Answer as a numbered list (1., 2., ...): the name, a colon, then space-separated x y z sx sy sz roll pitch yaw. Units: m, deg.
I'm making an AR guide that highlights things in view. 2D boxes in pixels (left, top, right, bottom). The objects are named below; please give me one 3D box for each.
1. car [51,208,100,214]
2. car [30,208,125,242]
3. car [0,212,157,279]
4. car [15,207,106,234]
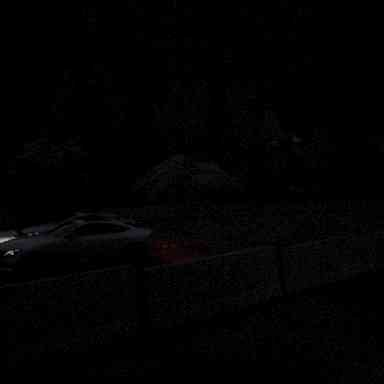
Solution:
1. car: -4.436 1.536 13.656 4.674 1.442 1.812 1 0 -35
2. car: -5.806 1.578 16.972 4.181 1.385 1.994 0 0 -35
3. car: -3.313 1.533 10.172 4.674 1.442 1.812 0 0 -35
4. car: -7.774 1.614 19.865 4.718 1.301 1.895 0 0 -35
